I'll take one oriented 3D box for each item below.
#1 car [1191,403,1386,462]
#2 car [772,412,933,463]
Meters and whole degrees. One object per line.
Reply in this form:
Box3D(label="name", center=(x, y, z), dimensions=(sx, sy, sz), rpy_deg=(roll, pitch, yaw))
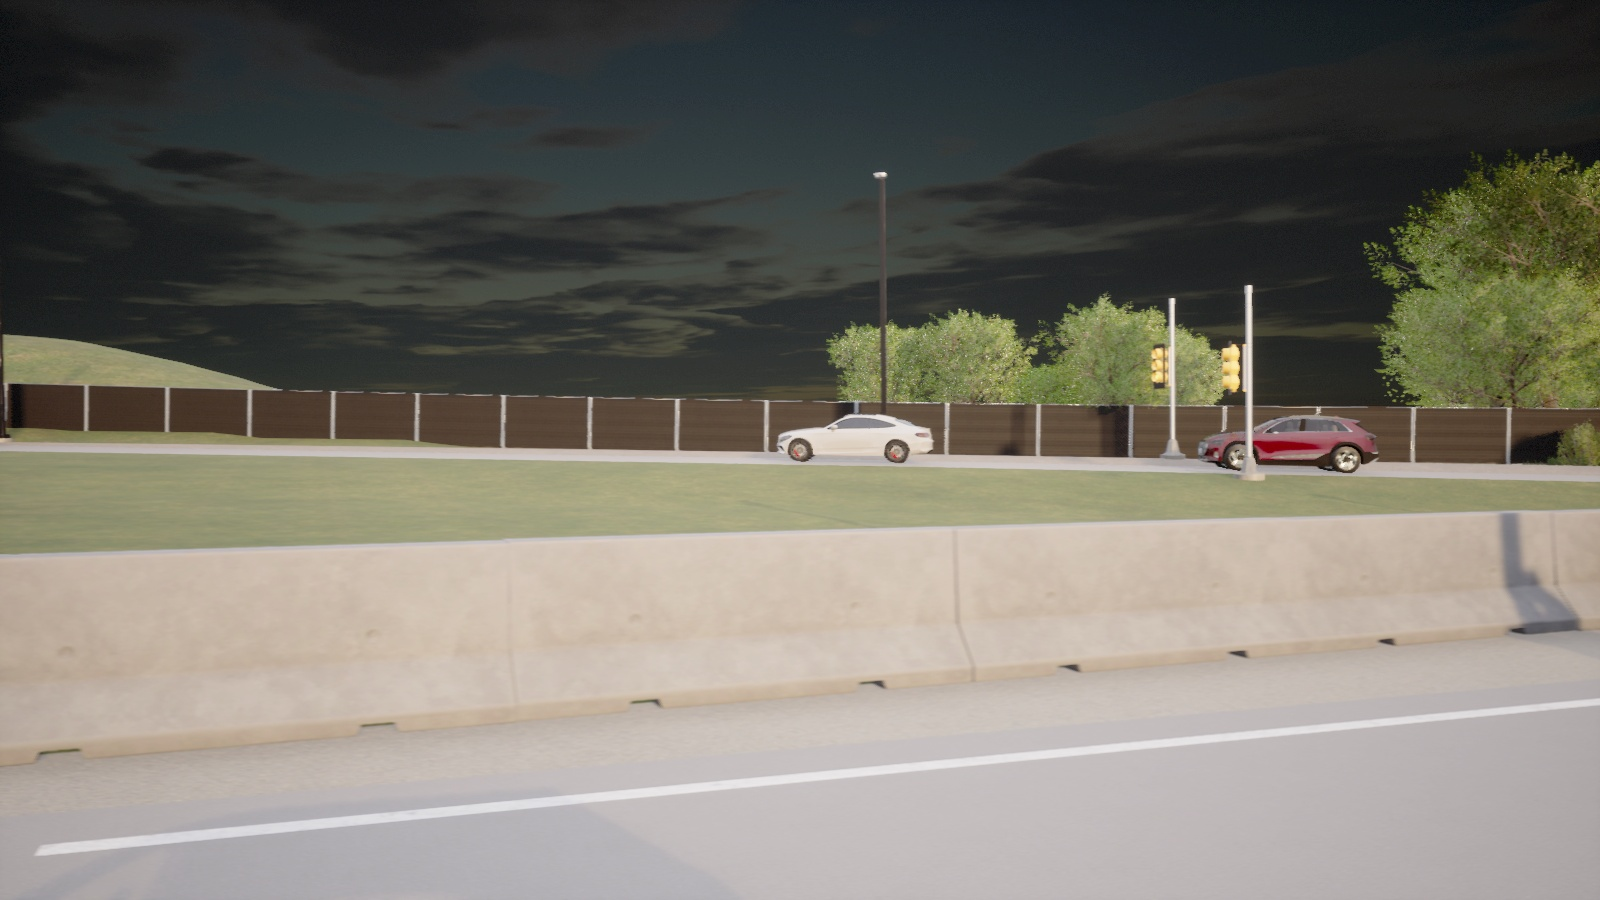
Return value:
Box3D(label="car", center=(13.987, -0.506, 36.186), dimensions=(4.856, 1.649, 2.033), rpy_deg=(0, 2, 6))
Box3D(label="car", center=(1.608, -0.390, 37.521), dimensions=(4.674, 1.442, 1.812), rpy_deg=(0, 2, 6))
